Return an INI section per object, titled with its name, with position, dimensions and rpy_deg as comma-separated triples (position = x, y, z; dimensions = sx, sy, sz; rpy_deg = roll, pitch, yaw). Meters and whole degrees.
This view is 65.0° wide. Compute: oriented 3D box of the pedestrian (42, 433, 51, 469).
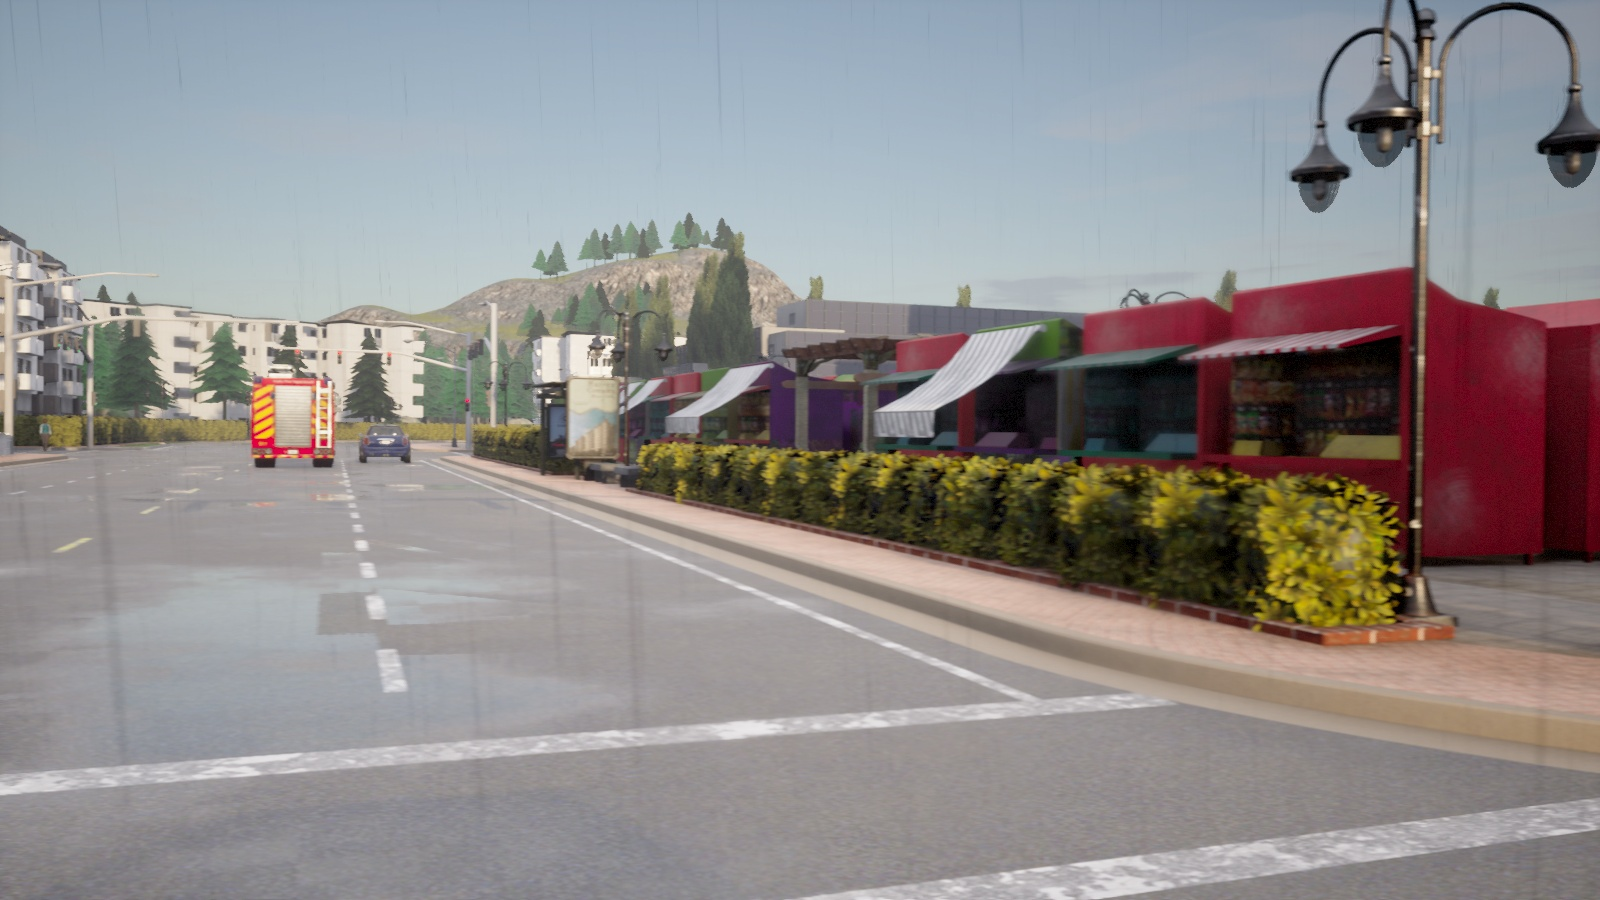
[pedestrian]
position = -41.038, 0.048, 68.403
dimensions = 0.396, 1.930, 0.692
rpy_deg = -1, 1, -33

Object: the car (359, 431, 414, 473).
[car]
position = -18.483, 0.058, 56.024
dimensions = 2.097, 1.767, 4.553
rpy_deg = -1, 1, -20

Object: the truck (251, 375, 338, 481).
[truck]
position = -20.028, -0.863, 50.090
dimensions = 2.891, 3.827, 8.468
rpy_deg = -1, 1, -20
